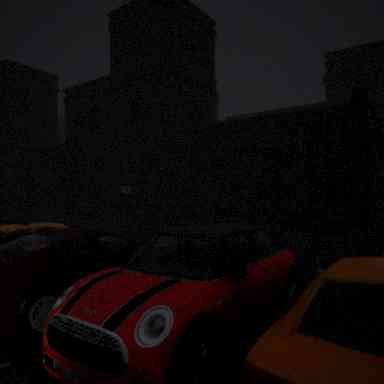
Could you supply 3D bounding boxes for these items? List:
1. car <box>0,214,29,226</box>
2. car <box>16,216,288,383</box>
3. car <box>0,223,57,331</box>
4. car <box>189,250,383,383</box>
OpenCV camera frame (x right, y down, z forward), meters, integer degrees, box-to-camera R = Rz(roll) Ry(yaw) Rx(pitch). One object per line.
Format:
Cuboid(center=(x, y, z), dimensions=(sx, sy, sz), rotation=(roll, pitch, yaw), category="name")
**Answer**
Cuboid(center=(-4.588, 1.485, 8.399), dimensions=(1.946, 1.575, 5.366), rotation=(0, 0, 35), category="car")
Cuboid(center=(0.063, 1.357, 5.348), dimensions=(2.185, 1.767, 4.553), rotation=(0, 0, 35), category="car")
Cuboid(center=(-2.221, 1.485, 6.932), dimensions=(2.097, 1.535, 5.008), rotation=(0, 0, 35), category="car")
Cuboid(center=(2.307, 1.480, 3.704), dimensions=(2.097, 1.535, 5.008), rotation=(0, 0, 35), category="car")
